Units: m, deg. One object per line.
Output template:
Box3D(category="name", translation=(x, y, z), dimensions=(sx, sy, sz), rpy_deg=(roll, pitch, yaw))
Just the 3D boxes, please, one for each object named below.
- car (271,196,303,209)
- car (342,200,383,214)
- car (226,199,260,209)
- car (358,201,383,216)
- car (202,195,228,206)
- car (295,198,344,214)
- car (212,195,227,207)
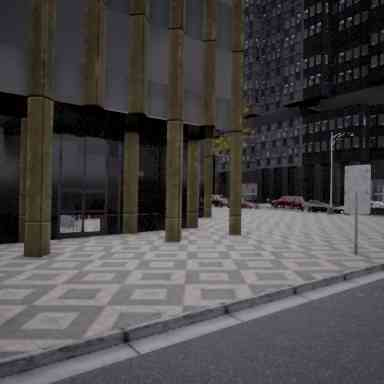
Box3D(category="car", translation=(13.760, 1.487, 47.763), dimensions=(2.192, 1.841, 5.009), rpy_deg=(1, -1, -35))
Box3D(category="car", translation=(20.134, 1.708, 38.767), dimensions=(2.008, 1.369, 4.403), rpy_deg=(1, -1, -35))
Box3D(category="car", translation=(6.808, 1.570, 42.823), dimensions=(1.802, 1.307, 4.206), rpy_deg=(1, -1, -35))
Box3D(category="car", translation=(16.376, 1.517, 29.332), dimensions=(2.008, 1.369, 4.403), rpy_deg=(1, -1, -35))
Box3D(category="car", translation=(4.194, 1.511, 61.253), dimensions=(2.192, 1.841, 5.009), rpy_deg=(1, -1, -35))
Box3D(category="car", translation=(13.187, 1.539, 33.829), dimensions=(1.947, 1.339, 4.313), rpy_deg=(1, -1, -35))
Box3D(category="car", translation=(3.623, 1.311, 47.323), dimensions=(2.192, 1.841, 5.009), rpy_deg=(1, -1, -35))
